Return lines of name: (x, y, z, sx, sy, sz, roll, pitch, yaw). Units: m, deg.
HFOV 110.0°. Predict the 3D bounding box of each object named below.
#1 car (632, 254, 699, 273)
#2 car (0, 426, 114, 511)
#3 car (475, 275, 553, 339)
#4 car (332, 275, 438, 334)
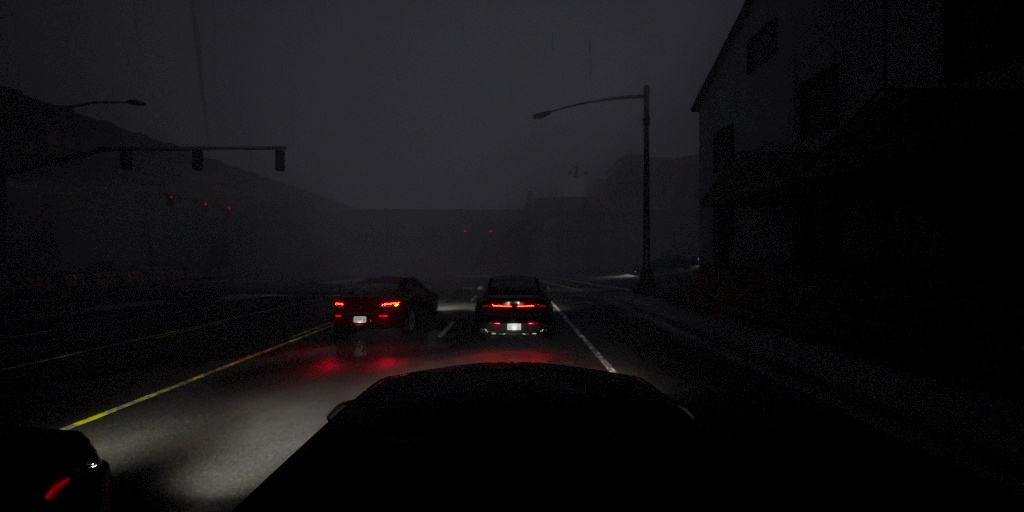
car: (13.035, 0.603, 30.422, 5.357, 1.411, 2.033, -7, 0, -1)
car: (-3.401, 1.255, 0.168, 1.837, 1.490, 4.892, 0, 0, 0)
car: (0.044, 1.255, 10.034, 1.837, 1.490, 4.892, 0, 0, 0)
car: (-3.451, 1.276, 10.451, 1.812, 1.442, 4.674, 0, 0, 0)
